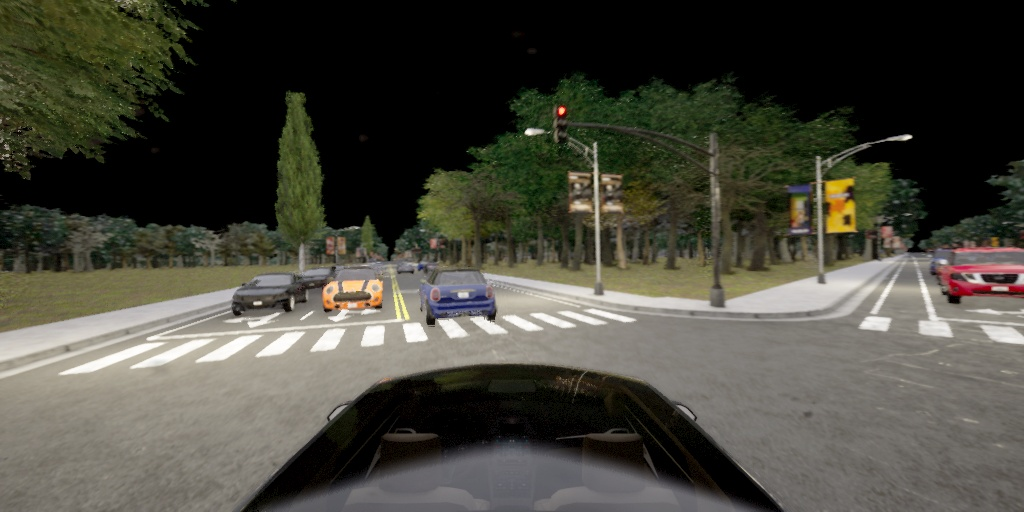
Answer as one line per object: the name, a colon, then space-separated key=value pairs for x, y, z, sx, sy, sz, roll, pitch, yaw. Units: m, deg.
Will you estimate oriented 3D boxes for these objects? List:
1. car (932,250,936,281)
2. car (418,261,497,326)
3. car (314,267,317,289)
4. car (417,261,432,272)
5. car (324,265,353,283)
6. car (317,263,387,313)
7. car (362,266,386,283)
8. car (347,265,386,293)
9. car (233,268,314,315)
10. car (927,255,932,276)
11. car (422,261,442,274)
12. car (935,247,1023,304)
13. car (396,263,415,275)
car: x=25.337 y=0.706 z=20.071 sx=4.553 sy=1.767 sz=2.097 roll=-1 pitch=0 yaw=-41
car: x=-2.020 y=1.152 z=12.326 sx=2.097 sy=1.767 sz=4.553 roll=-1 pitch=0 yaw=-17
car: x=-13.213 y=1.520 z=24.607 sx=1.882 sy=1.535 sz=5.008 roll=-1 pitch=0 yaw=-19
car: x=-13.922 y=1.595 z=57.001 sx=1.882 sy=1.535 sz=5.008 roll=-1 pitch=0 yaw=-19
car: x=-16.529 y=1.628 z=34.375 sx=1.837 sy=1.490 sz=4.892 roll=-1 pitch=0 yaw=-19
car: x=-6.582 y=1.249 z=15.265 sx=2.097 sy=1.767 sz=4.553 roll=-1 pitch=0 yaw=-19
car: x=-12.709 y=1.644 z=33.240 sx=1.895 sy=1.301 sz=4.718 roll=-1 pitch=0 yaw=-19
car: x=-9.544 y=1.457 z=23.922 sx=2.128 sy=1.511 sz=4.902 roll=-1 pitch=0 yaw=-19
car: x=-10.000 y=1.444 z=15.203 sx=1.882 sy=1.535 sz=5.008 roll=-1 pitch=0 yaw=-21
car: x=33.275 y=0.445 z=27.159 sx=5.566 sy=2.045 sz=2.150 roll=-1 pitch=0 yaw=-42
car: x=-10.628 y=1.517 z=47.400 sx=2.128 sy=1.511 sz=4.902 roll=-1 pitch=0 yaw=-19
car: x=18.147 y=0.695 z=13.704 sx=5.566 sy=2.045 sz=2.150 roll=-1 pitch=0 yaw=-42
car: x=-13.694 y=1.651 z=46.336 sx=1.994 sy=1.385 sz=4.181 roll=-1 pitch=0 yaw=-19
